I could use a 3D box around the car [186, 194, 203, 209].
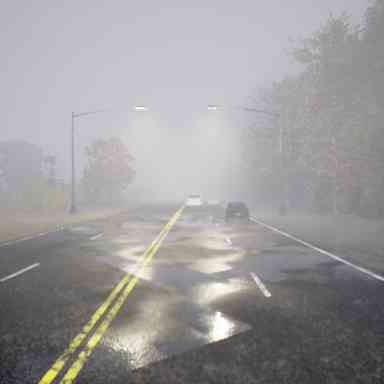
[{"bbox_3d":[0.318,1.247,45.601,2.150,2.045,5.566,0,0,0],"label":"car"}]

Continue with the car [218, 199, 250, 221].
[{"bbox_3d":[3.435,1.450,26.830,1.882,1.535,5.008,0,1,1],"label":"car"}]

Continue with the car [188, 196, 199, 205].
[{"bbox_3d":[0.298,1.517,62.013,1.882,1.535,5.008,0,0,0],"label":"car"}]

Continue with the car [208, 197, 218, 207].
[{"bbox_3d":[3.506,1.546,53.289,1.812,1.442,4.674,-1,0,1],"label":"car"}]
